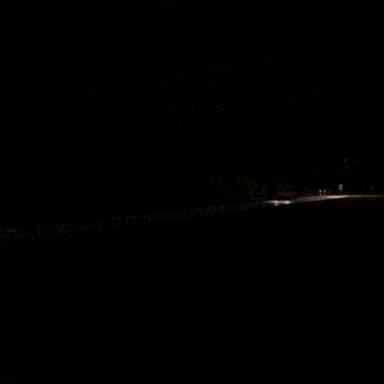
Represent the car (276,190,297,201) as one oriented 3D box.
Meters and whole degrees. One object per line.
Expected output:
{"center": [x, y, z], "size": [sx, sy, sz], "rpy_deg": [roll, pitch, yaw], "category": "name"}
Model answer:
{"center": [14.131, 0.458, 49.607], "size": [1.882, 1.535, 5.008], "rpy_deg": [-1, 0, 35], "category": "car"}
